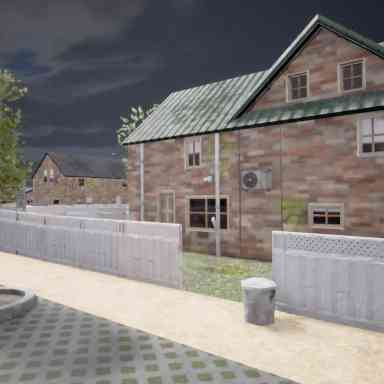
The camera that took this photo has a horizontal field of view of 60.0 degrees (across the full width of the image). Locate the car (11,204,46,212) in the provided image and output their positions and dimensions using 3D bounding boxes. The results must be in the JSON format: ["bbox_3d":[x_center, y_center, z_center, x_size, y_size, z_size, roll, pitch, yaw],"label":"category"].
[{"bbox_3d":[-12.399,1.711,23.924,2.097,1.767,4.553,-1,-2,35],"label":"car"}]
